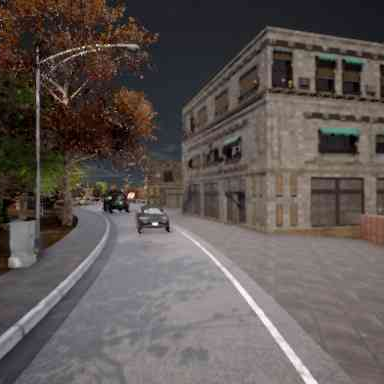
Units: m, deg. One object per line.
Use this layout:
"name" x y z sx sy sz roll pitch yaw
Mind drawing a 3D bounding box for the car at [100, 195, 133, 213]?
"car" -8.791 1.330 38.347 2.150 2.045 5.566 0 0 -25

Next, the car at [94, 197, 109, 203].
"car" -25.042 2.176 91.862 2.163 1.488 4.792 5 -3 -35

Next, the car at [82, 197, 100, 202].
"car" -27.271 1.984 90.204 2.163 1.488 4.792 5 -3 -35

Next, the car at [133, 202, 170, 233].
"car" -2.476 1.562 20.153 1.812 1.442 4.674 0 0 -12
